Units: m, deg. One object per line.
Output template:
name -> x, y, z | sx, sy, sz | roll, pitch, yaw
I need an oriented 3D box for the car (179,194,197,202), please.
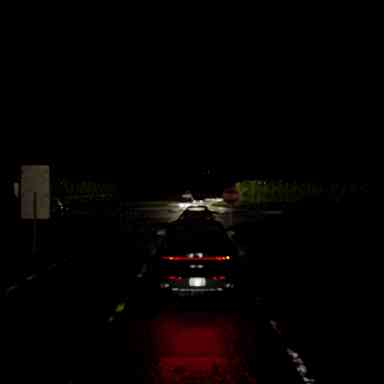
car -> -0.975, 1.167, 57.346 | 2.128, 1.511, 4.902 | 0, 0, 8

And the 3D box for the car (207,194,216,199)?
car -> 4.945, 1.098, 86.283 | 1.994, 1.385, 4.181 | 0, 0, 15

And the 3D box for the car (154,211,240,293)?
car -> 0.109, 1.450, 8.707 | 1.837, 1.490, 4.892 | 0, 0, 0

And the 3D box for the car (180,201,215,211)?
car -> 0.335, 1.449, 19.093 | 1.994, 1.385, 4.181 | 0, 0, 5

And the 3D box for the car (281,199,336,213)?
car -> 12.064, 1.429, 34.653 | 5.357, 1.411, 2.033 | 0, 0, 5

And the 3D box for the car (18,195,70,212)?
car -> -14.504, 1.062, 32.796 | 4.553, 1.767, 2.097 | 0, 0, 3

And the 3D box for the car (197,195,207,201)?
car -> 1.503, 1.202, 72.133 | 1.895, 1.301, 4.718 | 0, 0, 11
